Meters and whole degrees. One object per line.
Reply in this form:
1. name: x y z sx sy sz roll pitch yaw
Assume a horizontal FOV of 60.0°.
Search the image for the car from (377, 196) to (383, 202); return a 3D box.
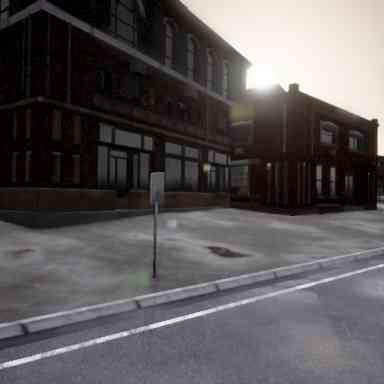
1. car: 32.933 1.377 58.433 2.033 1.411 5.357 1 1 -12
